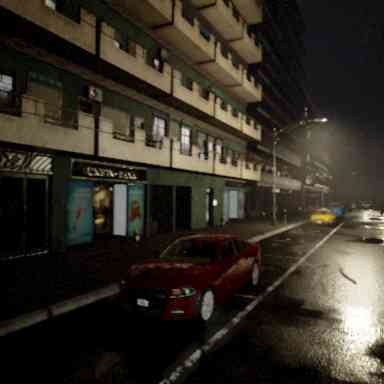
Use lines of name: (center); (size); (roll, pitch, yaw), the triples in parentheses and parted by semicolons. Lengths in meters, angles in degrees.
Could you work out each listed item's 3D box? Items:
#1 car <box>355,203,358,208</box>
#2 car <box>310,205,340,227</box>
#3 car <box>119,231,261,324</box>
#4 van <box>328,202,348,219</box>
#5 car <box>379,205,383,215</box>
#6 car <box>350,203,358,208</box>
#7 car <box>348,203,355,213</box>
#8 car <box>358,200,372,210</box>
car: (32.116, 2.894, 67.343); (1.752, 1.417, 4.829); (0, -1, 28)
car: (10.810, 2.019, 27.381); (1.752, 1.417, 4.829); (0, -1, 28)
car: (0.236, 1.644, 7.548); (1.887, 1.381, 4.507); (0, -1, 28)
van: (16.219, 2.048, 37.524); (1.690, 1.788, 3.998); (0, -1, 28)
car: (27.401, 2.485, 46.396); (2.128, 1.511, 4.902); (0, -1, 28)
car: (40.185, 3.308, 82.477); (1.802, 1.307, 4.206); (0, -1, 28)
car: (24.207, 2.475, 52.508); (1.967, 1.590, 4.097); (0, -1, 28)
car: (38.272, 2.773, 73.157); (2.150, 2.045, 5.566); (0, -1, 28)
